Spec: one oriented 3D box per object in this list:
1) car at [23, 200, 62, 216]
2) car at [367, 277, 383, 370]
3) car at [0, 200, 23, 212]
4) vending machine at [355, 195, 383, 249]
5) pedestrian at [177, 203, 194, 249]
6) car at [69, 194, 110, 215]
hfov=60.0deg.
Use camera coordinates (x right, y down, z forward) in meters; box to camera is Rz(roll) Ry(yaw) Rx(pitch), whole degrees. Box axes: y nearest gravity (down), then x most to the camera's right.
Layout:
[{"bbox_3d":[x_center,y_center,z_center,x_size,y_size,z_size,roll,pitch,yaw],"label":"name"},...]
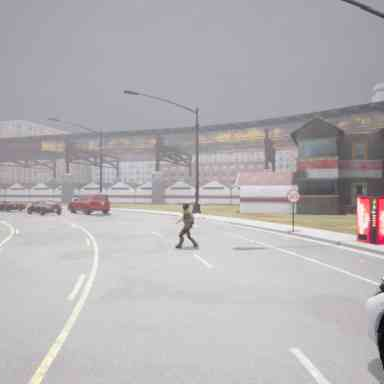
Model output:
[{"bbox_3d":[-14.501,1.526,32.705,4.674,1.442,1.812,0,0,42],"label":"car"},{"bbox_3d":[3.425,1.220,1.857,2.150,2.045,5.566,0,0,-4],"label":"car"},{"bbox_3d":[-21.463,1.601,38.447,4.718,1.301,1.895,0,0,26],"label":"car"},{"bbox_3d":[7.509,1.195,13.697,1.100,2.100,0.880,0,0,-15],"label":"vending machine"},{"bbox_3d":[-0.242,1.294,12.951,0.375,1.860,0.375,0,0,-16],"label":"pedestrian"},{"bbox_3d":[-10.420,1.222,33.655,2.150,2.045,5.566,0,0,-44],"label":"car"}]
